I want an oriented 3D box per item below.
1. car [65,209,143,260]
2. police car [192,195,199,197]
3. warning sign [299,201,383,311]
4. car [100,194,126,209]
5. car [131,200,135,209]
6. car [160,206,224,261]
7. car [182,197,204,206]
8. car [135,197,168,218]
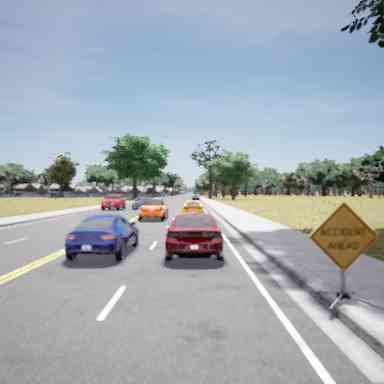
[{"bbox_3d":[-3.167,1.538,12.313,1.812,1.442,4.674,0,-1,0],"label":"car"},{"bbox_3d":[0.977,1.623,86.387,1.930,1.638,5.238,0,0,0],"label":"police car"},{"bbox_3d":[2.848,1.120,6.278,1.300,1.860,1.060,0,0,0],"label":"warning sign"},{"bbox_3d":[-9.843,1.283,41.933,2.150,2.045,5.566,0,0,0],"label":"car"},{"bbox_3d":[-6.586,1.415,43.321,2.097,1.767,4.553,0,0,0],"label":"car"},{"bbox_3d":[0.080,1.489,12.345,1.882,1.535,5.008,0,0,0],"label":"car"},{"bbox_3d":[0.091,1.518,30.007,1.882,1.535,5.008,0,0,0],"label":"car"},{"bbox_3d":[-3.164,1.390,28.195,2.097,1.767,4.553,0,0,0],"label":"car"}]
